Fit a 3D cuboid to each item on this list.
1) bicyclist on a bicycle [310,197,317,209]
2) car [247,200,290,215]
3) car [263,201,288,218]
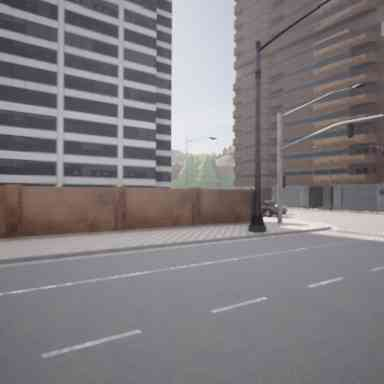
[{"bbox_3d":[16.791,1.568,46.017,1.656,1.620,0.582,0,0,-36],"label":"bicyclist on a bicycle"},{"bbox_3d":[8.465,1.714,37.115,1.812,1.442,4.674,0,0,-36],"label":"car"},{"bbox_3d":[7.011,1.670,33.121,1.837,1.490,4.892,0,0,-36],"label":"car"}]
